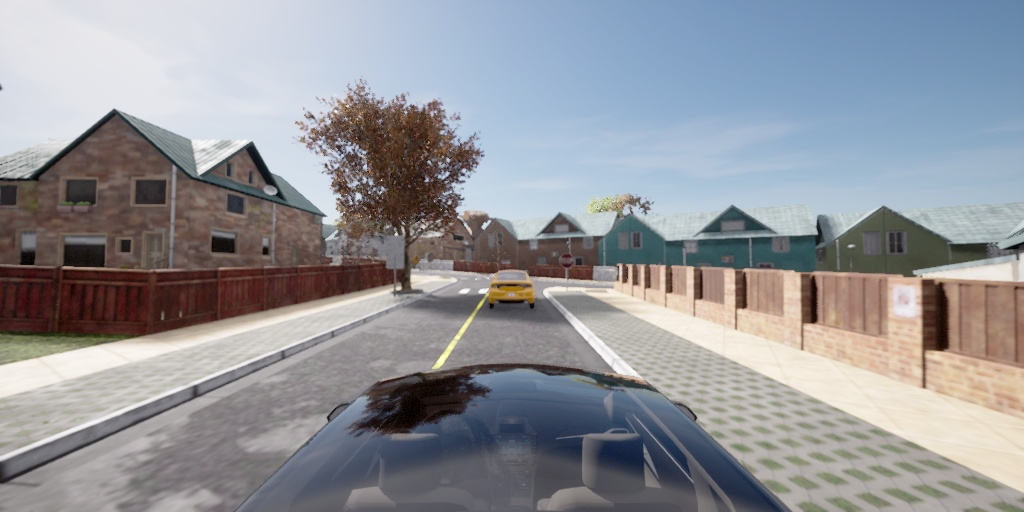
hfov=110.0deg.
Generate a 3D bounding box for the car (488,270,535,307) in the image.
[{"bbox_3d":[-0.007,1.371,16.339,1.882,1.535,5.008,0,0,0],"label":"car"}]

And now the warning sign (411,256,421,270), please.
[{"bbox_3d":[-12.328,0.866,46.093,1.060,1.860,1.300,0,0,32],"label":"warning sign"}]

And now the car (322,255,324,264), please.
[{"bbox_3d":[-30.065,0.500,54.263,4.553,1.767,2.097,2,-1,32],"label":"car"}]
